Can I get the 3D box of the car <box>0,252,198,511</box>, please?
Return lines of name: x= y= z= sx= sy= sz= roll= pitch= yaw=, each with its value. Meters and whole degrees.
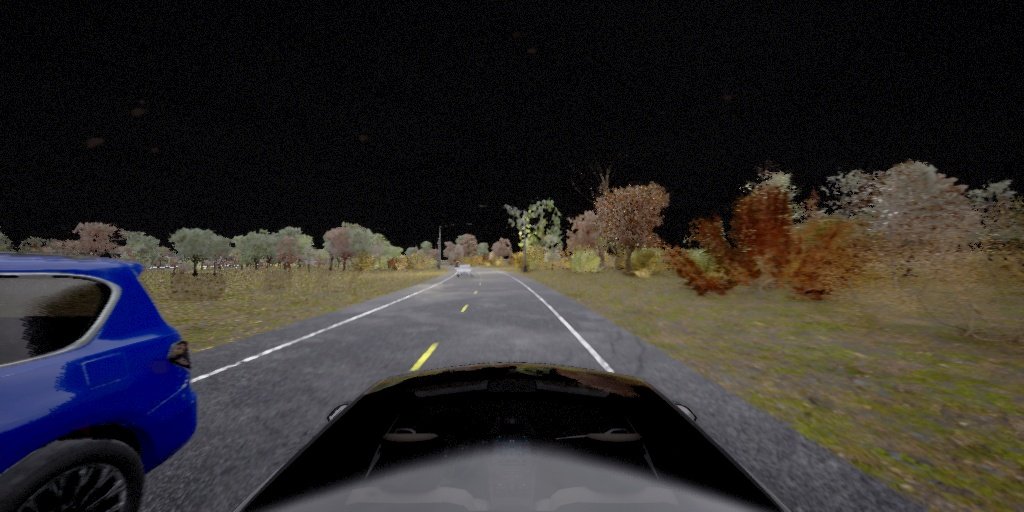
car: x=-3.616 y=0.972 z=0.545 sx=2.150 sy=2.045 sz=5.566 roll=0 pitch=-1 yaw=0

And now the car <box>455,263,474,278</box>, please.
car: x=-5.385 y=1.736 z=41.329 sx=1.812 sy=1.442 sz=4.674 roll=0 pitch=-1 yaw=-5
